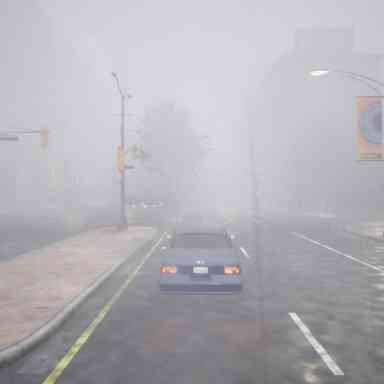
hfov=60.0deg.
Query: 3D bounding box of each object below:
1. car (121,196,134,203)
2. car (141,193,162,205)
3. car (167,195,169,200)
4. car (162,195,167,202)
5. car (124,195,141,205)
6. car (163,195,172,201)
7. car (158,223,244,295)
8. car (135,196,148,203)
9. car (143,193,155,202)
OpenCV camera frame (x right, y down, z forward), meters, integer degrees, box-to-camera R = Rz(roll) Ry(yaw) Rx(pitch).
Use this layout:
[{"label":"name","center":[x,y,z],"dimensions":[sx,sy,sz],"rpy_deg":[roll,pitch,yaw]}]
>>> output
[{"label":"car","center":[-13.491,1.595,69.781],"dimensions":[1.895,1.301,4.718],"rpy_deg":[0,0,1]},{"label":"car","center":[-7.037,1.352,57.941],"dimensions":[2.097,1.767,4.553],"rpy_deg":[0,0,1]},{"label":"car","center":[-6.618,1.525,76.487],"dimensions":[2.128,1.511,4.902],"rpy_deg":[0,0,1]},{"label":"car","center":[-6.824,1.352,66.713],"dimensions":[2.097,1.767,4.553],"rpy_deg":[0,0,1]},{"label":"car","center":[-10.537,1.352,57.817],"dimensions":[2.097,1.767,4.553],"rpy_deg":[0,0,1]},{"label":"car","center":[-6.434,1.478,86.581],"dimensions":[1.882,1.535,5.008],"rpy_deg":[0,0,1]},{"label":"car","center":[0.225,1.547,8.891],"dimensions":[2.033,1.411,5.357],"rpy_deg":[0,0,1]},{"label":"car","center":[-10.281,1.505,67.992],"dimensions":[1.837,1.490,4.892],"rpy_deg":[0,0,1]},{"label":"car","center":[-10.079,1.225,78.678],"dimensions":[2.150,2.045,5.566],"rpy_deg":[0,0,1]}]
